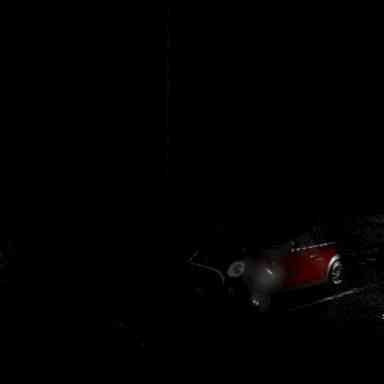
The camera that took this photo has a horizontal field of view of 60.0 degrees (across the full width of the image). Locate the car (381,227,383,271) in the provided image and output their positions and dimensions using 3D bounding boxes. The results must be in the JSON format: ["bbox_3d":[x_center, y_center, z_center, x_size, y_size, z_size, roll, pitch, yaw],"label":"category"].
[{"bbox_3d":[6.936,1.614,8.339,4.892,1.490,1.837,1,0,-36],"label":"car"}]

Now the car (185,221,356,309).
[{"bbox_3d":[1.802,1.503,7.940,4.097,1.590,1.967,1,0,-36],"label":"car"}]

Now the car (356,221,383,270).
[{"bbox_3d":[6.364,1.673,11.202,4.403,1.369,2.008,1,0,-36],"label":"car"}]
